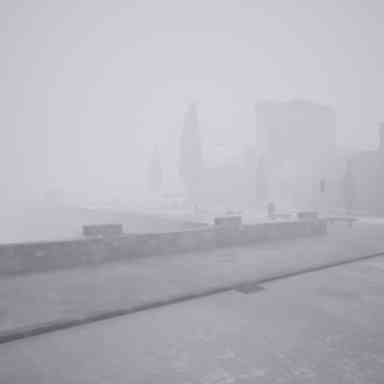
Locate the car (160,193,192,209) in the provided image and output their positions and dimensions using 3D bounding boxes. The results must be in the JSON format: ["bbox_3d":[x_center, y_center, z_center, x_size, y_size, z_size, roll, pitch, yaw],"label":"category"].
[{"bbox_3d":[-2.254,1.164,44.723,2.150,2.045,5.566,0,0,-35],"label":"car"}]
